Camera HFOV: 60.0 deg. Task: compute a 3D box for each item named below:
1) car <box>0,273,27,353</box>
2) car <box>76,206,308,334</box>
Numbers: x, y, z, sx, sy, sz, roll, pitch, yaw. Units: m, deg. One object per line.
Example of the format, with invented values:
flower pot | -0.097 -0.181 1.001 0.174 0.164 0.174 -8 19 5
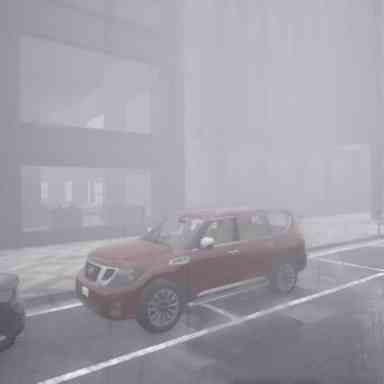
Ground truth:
car | -4.254 1.570 3.606 4.403 1.369 2.008 -1 0 -36
car | 0.304 1.267 6.885 5.009 1.841 2.192 -1 0 -36
